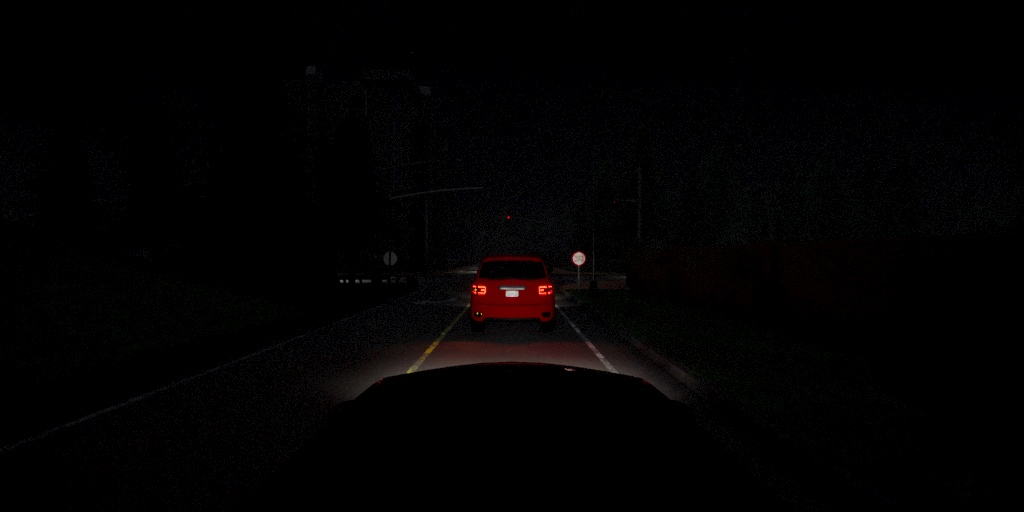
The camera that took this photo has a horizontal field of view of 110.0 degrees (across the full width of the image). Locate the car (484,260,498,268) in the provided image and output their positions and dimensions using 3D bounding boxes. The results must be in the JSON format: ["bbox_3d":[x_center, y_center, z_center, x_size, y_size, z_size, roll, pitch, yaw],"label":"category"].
[{"bbox_3d":[-3.506,1.314,59.981,1.994,1.385,4.181,0,0,1],"label":"car"}]

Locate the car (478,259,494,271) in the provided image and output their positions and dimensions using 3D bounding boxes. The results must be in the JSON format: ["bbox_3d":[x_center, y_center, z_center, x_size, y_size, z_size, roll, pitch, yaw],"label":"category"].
[{"bbox_3d":[-3.533,1.228,50.049,1.882,1.535,5.008,0,0,0],"label":"car"}]

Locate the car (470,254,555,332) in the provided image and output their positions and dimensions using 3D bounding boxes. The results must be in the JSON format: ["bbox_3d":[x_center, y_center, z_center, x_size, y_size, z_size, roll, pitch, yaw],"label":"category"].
[{"bbox_3d":[0.053,0.971,11.005,2.150,2.045,5.566,0,0,1],"label":"car"}]
